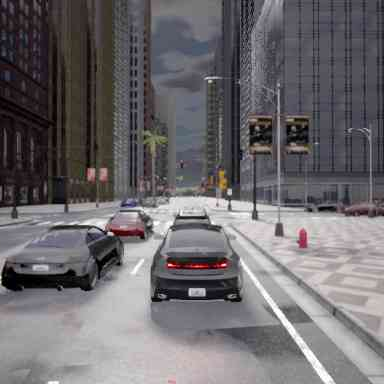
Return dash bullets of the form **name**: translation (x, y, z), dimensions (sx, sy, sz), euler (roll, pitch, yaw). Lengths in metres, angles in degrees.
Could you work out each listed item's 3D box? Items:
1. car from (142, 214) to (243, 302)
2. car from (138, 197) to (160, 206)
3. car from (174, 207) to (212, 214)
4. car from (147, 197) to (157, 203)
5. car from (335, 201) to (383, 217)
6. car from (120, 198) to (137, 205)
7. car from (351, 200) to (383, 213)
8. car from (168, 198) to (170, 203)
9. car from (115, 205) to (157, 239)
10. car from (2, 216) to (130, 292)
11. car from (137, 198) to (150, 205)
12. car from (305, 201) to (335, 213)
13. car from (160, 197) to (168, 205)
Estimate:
- **car**: translation (0.090, 1.515, 8.251), dimensions (1.837, 1.490, 4.892), euler (0, 0, 0)
- **car**: translation (-6.660, 1.596, 52.314), dimensions (2.097, 1.767, 4.553), euler (0, 0, 0)
- **car**: translation (0.026, 1.529, 17.572), dimensions (2.128, 1.511, 4.902), euler (0, 0, 0)
- **car**: translation (-9.864, 2.006, 82.238), dimensions (2.033, 1.411, 5.357), euler (0, 0, 0)
- **car**: translation (15.275, 1.575, 29.293), dimensions (4.206, 1.307, 1.802), euler (0, 0, -1)
- **car**: translation (-9.910, 1.720, 52.070), dimensions (1.882, 1.535, 5.008), euler (0, 0, 0)
- **car**: translation (20.773, 1.641, 37.912), dimensions (4.313, 1.339, 1.947), euler (0, 0, -1)
- **car**: translation (-6.615, 1.945, 82.562), dimensions (1.882, 1.535, 5.008), euler (0, 0, 0)
- **car**: translation (-3.173, 1.601, 17.425), dimensions (1.994, 1.385, 4.181), euler (0, 0, 0)
- **car**: translation (-3.168, 1.575, 9.026), dimensions (1.994, 1.385, 4.181), euler (0, 0, 1)
- **car**: translation (-9.848, 1.920, 67.849), dimensions (1.994, 1.385, 4.181), euler (0, 0, 0)
- **car**: translation (15.133, 1.660, 37.817), dimensions (4.313, 1.339, 1.947), euler (0, 0, -1)
- **car**: translation (-6.596, 1.962, 68.147), dimensions (1.895, 1.301, 4.718), euler (0, 0, 0)
